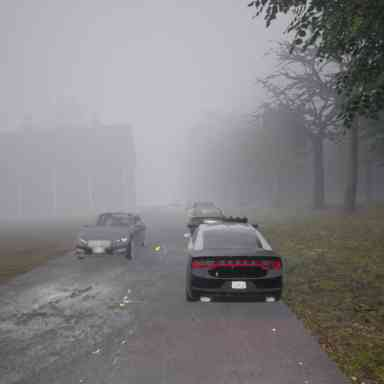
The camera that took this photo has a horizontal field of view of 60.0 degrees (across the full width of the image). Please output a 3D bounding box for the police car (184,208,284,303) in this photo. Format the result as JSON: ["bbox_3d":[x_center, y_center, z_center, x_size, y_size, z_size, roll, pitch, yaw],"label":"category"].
[{"bbox_3d":[0.824,1.437,8.434,1.930,1.638,5.238,0,0,0],"label":"police car"}]

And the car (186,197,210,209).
[{"bbox_3d":[0.822,1.447,24.300,2.097,1.767,4.553,0,0,0],"label":"car"}]

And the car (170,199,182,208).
[{"bbox_3d":[-2.753,1.944,57.477,2.033,1.411,5.357,0,-1,0],"label":"car"}]

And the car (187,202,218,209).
[{"bbox_3d":[0.824,1.532,18.327,1.882,1.535,5.008,0,0,0],"label":"car"}]

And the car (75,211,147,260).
[{"bbox_3d":[-2.851,1.516,12.596,2.128,1.511,4.902,0,0,0],"label":"car"}]

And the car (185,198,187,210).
[{"bbox_3d":[0.025,1.827,45.697,2.033,1.411,5.357,0,-1,1],"label":"car"}]
